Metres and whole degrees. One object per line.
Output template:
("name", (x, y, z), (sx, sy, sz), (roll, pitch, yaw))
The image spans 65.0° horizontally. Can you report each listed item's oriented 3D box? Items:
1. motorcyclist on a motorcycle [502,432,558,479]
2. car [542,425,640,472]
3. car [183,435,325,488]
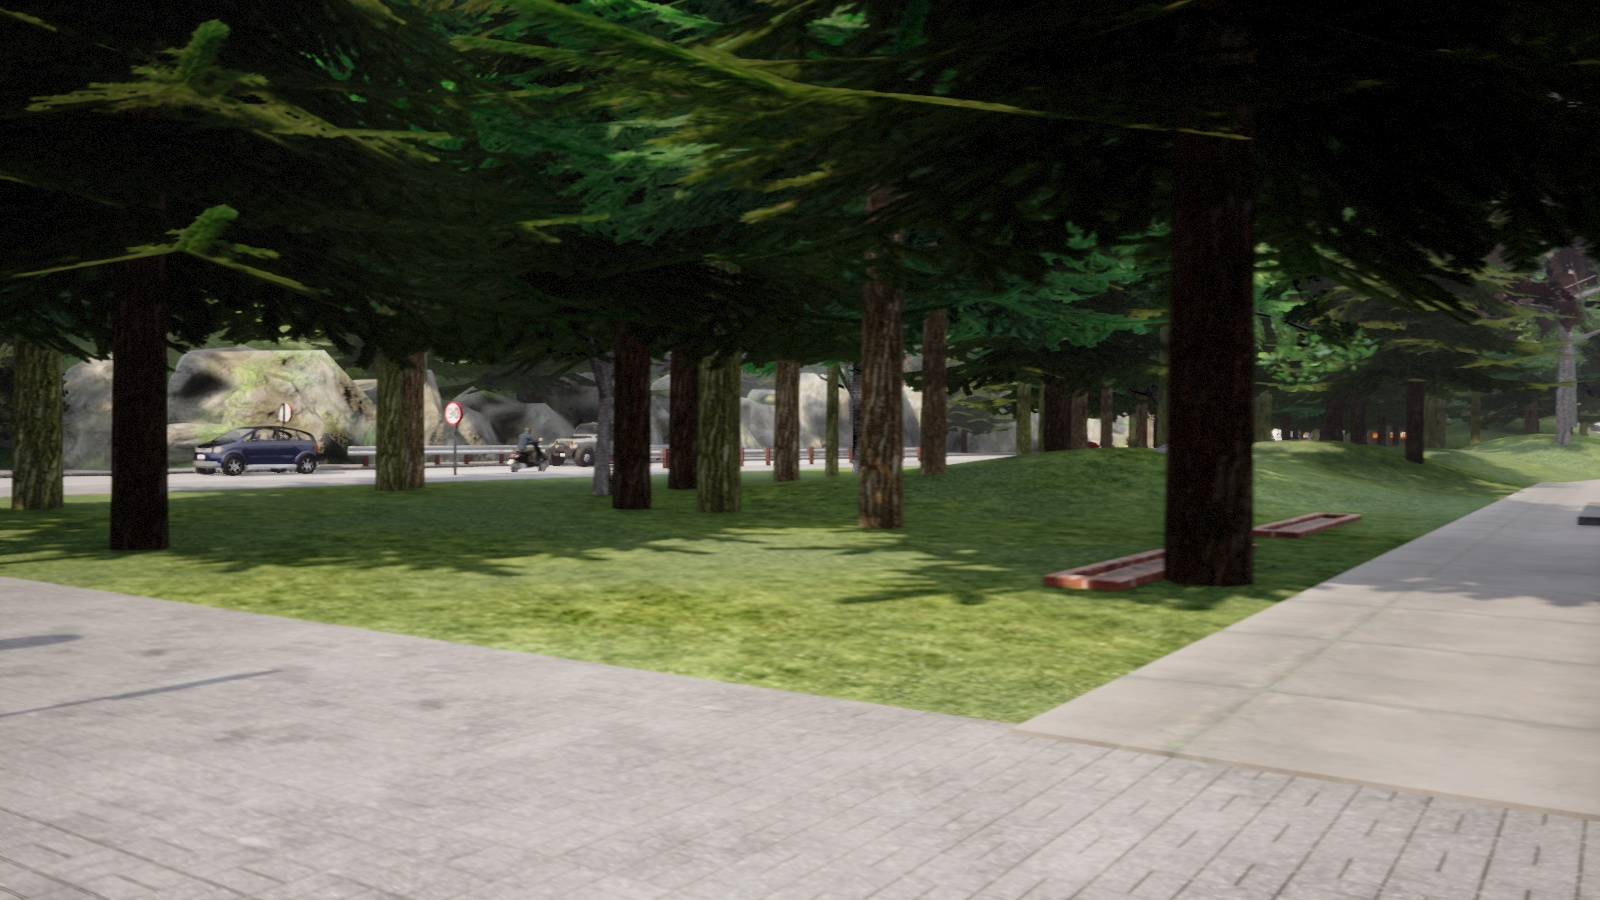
("motorcyclist on a motorcycle", (-9.433, 0.171, 43.946), (0.866, 1.590, 1.817), (0, 1, 33))
("car", (-8.687, -0.109, 52.376), (1.905, 1.878, 3.866), (0, 1, 33))
("car", (-17.119, 0.326, 39.522), (1.789, 1.549, 3.705), (0, 1, 33))
